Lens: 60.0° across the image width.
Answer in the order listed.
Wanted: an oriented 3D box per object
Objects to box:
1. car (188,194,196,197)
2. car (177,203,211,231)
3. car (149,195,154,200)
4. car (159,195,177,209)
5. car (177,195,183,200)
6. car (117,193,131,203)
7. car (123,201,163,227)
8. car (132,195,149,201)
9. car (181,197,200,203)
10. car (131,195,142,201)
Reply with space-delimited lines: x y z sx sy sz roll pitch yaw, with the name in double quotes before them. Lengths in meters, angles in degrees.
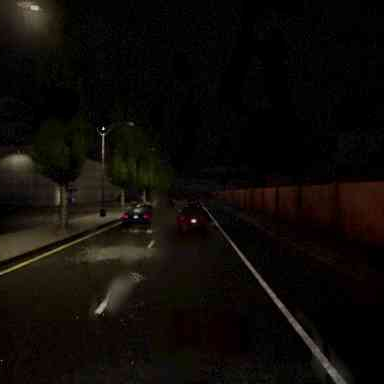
"car" 0.002 1.605 89.329 1.994 1.385 4.181 0 0 0
"car" 0.100 1.576 20.525 1.994 1.385 4.181 0 0 0
"car" -11.498 1.535 89.970 1.837 1.490 4.892 0 0 0
"car" -3.399 1.504 44.681 1.882 1.535 5.008 0 0 0
"car" -3.498 1.543 88.758 1.837 1.490 4.892 0 0 0
"car" -14.999 1.270 73.690 2.150 2.045 5.566 0 0 0
"car" -3.400 1.561 22.690 2.033 1.411 5.357 0 0 0
"car" -11.499 1.570 73.719 2.128 1.511 4.902 0 0 0
"car" 0.101 1.570 37.621 2.033 1.411 5.357 0 0 0
"car" -14.998 1.575 89.970 2.033 1.411 5.357 0 0 0
